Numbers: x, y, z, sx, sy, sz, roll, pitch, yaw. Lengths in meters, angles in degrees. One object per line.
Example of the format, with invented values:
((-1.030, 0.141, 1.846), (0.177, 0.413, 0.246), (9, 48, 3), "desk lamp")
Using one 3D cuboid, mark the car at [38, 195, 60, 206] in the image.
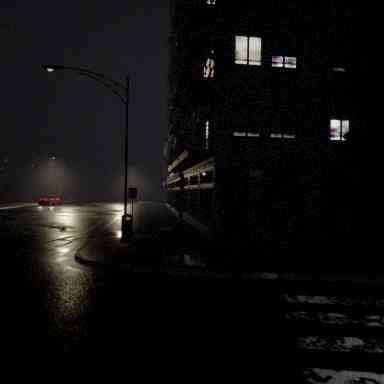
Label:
((-21.665, 1.237, 50.508), (2.097, 1.767, 4.553), (1, 0, -6), "car")
